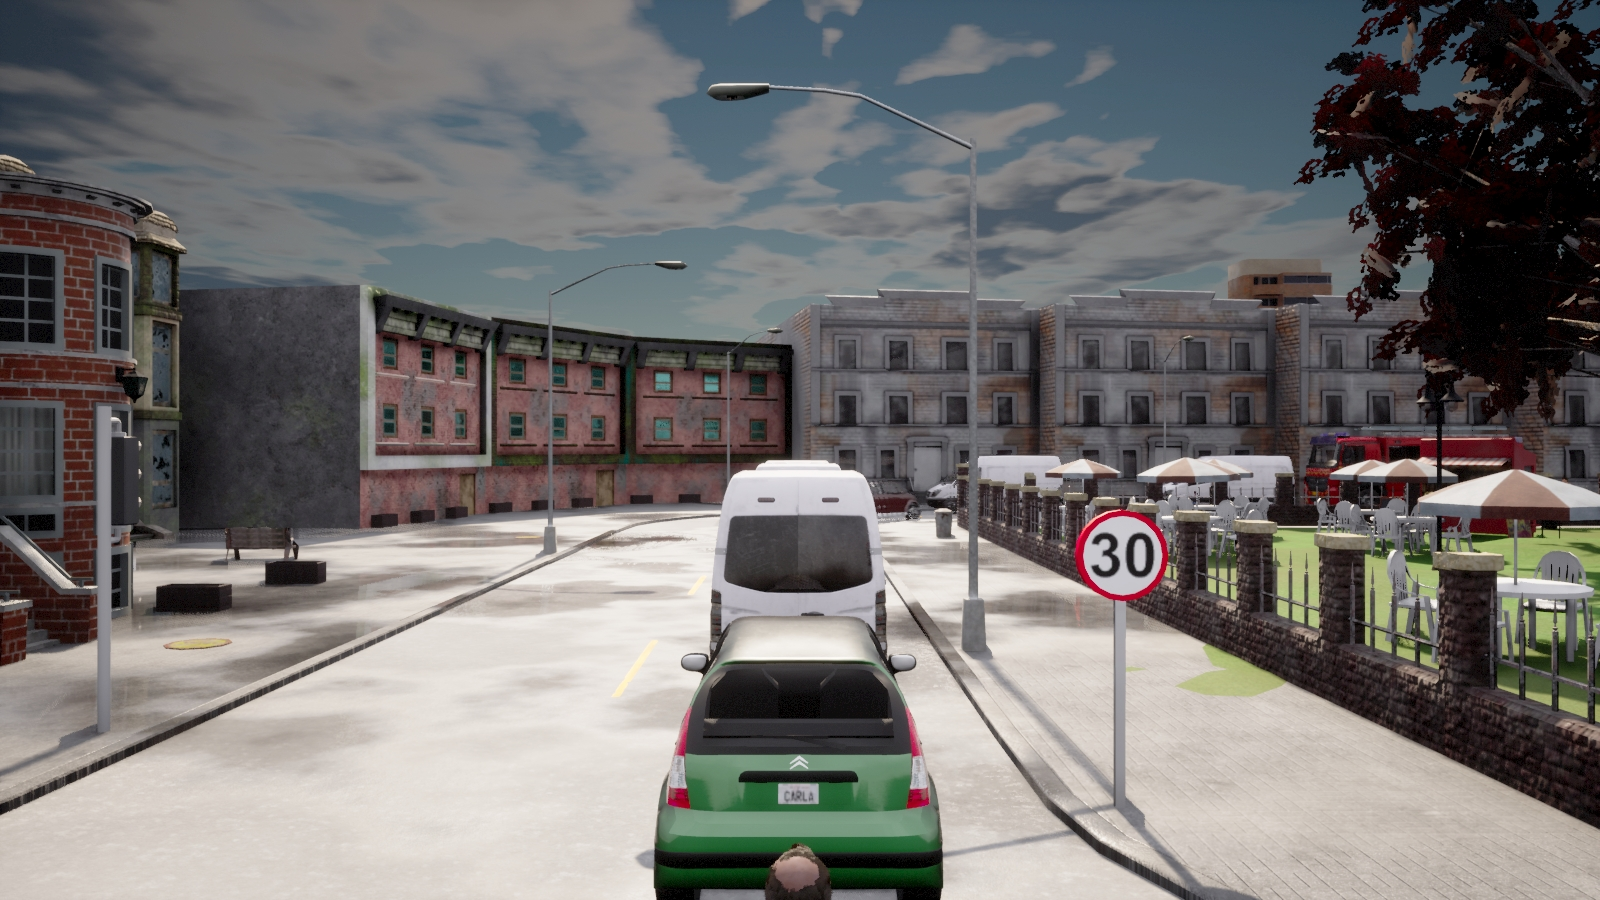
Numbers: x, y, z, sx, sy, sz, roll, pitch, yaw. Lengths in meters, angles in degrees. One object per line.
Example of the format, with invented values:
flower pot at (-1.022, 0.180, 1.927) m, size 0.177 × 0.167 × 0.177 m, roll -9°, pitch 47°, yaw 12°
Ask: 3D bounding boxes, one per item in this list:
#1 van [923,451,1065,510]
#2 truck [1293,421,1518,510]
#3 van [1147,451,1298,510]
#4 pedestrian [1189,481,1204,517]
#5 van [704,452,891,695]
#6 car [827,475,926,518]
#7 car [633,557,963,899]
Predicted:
van at (8.518, 1.316, 50.419) m, size 5.915 × 2.561 × 1.988 m, roll 0°, pitch 0°, yaw 0°
truck at (26.739, 0.670, 50.713) m, size 8.468 × 3.827 × 2.891 m, roll 0°, pitch 0°, yaw 0°
van at (18.586, 1.315, 50.452) m, size 5.915 × 2.561 × 1.988 m, roll 0°, pitch 0°, yaw 0°
pedestrian at (14.689, 1.805, 42.351) m, size 0.375 × 1.300 × 0.375 m, roll 0°, pitch 0°, yaw -18°
van at (-0.025, 1.315, 15.105) m, size 1.988 × 2.561 × 5.915 m, roll 0°, pitch 0°, yaw 0°
car at (3.061, 1.808, 45.191) m, size 3.705 × 1.549 × 1.789 m, roll 0°, pitch -1°, yaw -42°
car at (-0.015, 1.779, 8.404) m, size 1.851 × 1.617 × 3.988 m, roll 0°, pitch 0°, yaw 0°
